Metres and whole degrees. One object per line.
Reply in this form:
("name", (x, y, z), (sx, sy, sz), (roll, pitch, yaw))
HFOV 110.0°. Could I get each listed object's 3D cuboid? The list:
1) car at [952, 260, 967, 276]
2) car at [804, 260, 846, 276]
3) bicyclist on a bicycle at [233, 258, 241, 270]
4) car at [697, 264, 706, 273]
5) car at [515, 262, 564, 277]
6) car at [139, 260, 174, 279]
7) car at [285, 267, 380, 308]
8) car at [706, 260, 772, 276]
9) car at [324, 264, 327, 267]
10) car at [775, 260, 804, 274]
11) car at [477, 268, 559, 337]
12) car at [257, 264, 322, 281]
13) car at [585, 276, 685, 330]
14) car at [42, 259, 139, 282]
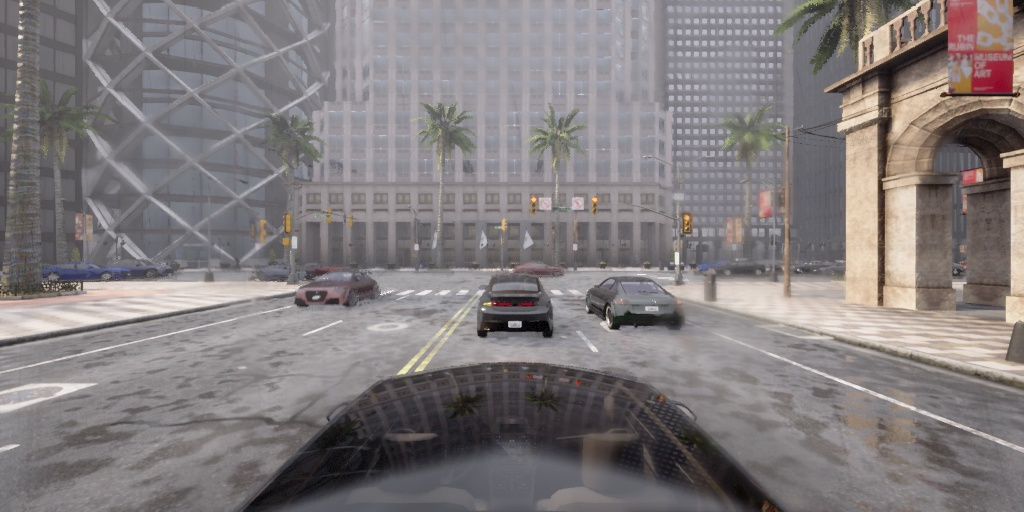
("car", (43.029, 1.242, 36.683), (4.902, 1.511, 2.128), (0, 0, 0))
("car", (33.063, 1.314, 36.733), (4.181, 1.385, 1.994), (0, 0, 0))
("bicyclist on a bicycle", (-35.735, 1.051, 46.614), (0.582, 1.620, 1.656), (0, 0, -12))
("car", (23.457, 1.228, 40.264), (5.008, 1.535, 1.882), (0, 0, 0))
("car", (2.488, 1.276, 33.131), (4.674, 1.442, 1.812), (0, 0, 0))
("car", (-33.234, 1.102, 31.968), (4.553, 1.767, 2.097), (0, 0, -16))
("car", (-7.102, 1.314, 14.980), (1.994, 1.385, 4.181), (0, 0, 0))
("car", (23.195, 1.228, 36.765), (5.008, 1.535, 1.882), (0, 0, 0))
("car", (-17.754, 1.351, 33.122), (4.718, 1.301, 1.895), (0, 0, -1))
("car", (33.030, 1.242, 40.231), (4.902, 1.511, 2.128), (0, 0, 0))
("car", (0.080, 1.255, 10.293), (1.837, 1.490, 4.892), (0, 0, 0))
("car", (-18.407, 1.314, 29.404), (4.181, 1.385, 1.994), (0, 0, 3))
("car", (3.584, 1.314, 11.158), (1.994, 1.385, 4.181), (0, 0, 0))
("car", (-33.540, 1.228, 28.372), (5.008, 1.535, 1.882), (0, 0, -18))
